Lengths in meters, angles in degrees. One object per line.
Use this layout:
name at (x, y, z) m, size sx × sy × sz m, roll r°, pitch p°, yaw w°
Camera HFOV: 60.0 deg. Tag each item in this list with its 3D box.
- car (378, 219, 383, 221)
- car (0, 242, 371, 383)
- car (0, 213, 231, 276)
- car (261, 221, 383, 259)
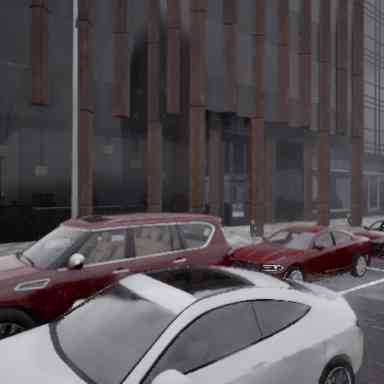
car at (7.402, 1.614, 11.963) m, size 4.507 × 1.381 × 1.887 m, roll 0°, pitch 0°, yaw -36°
car at (-0.200, 1.534, 3.116) m, size 4.674 × 1.442 × 1.812 m, roll 0°, pitch 0°, yaw -36°
car at (-1.468, 1.325, 5.606) m, size 5.009 × 1.841 × 2.192 m, roll 0°, pitch 0°, yaw -36°
car at (2.966, 1.584, 8.784) m, size 4.507 × 1.381 × 1.887 m, roll 0°, pitch 0°, yaw -36°
